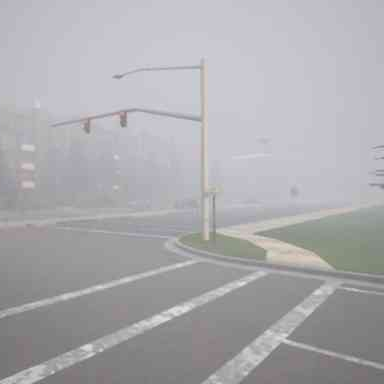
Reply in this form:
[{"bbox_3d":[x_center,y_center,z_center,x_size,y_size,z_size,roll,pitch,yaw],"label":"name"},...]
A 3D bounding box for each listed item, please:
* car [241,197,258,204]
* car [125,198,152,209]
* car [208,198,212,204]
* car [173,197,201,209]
[{"bbox_3d":[11.107,1.636,64.310,2.128,1.511,4.902,0,0,35],"label":"car"},{"bbox_3d":[-7.869,1.696,49.579,1.812,1.442,4.674,0,0,35],"label":"car"},{"bbox_3d":[2.063,1.697,63.653,1.812,1.442,4.674,0,0,36],"label":"car"},{"bbox_3d":[-0.732,1.641,47.572,1.837,1.490,4.892,0,0,35],"label":"car"}]
